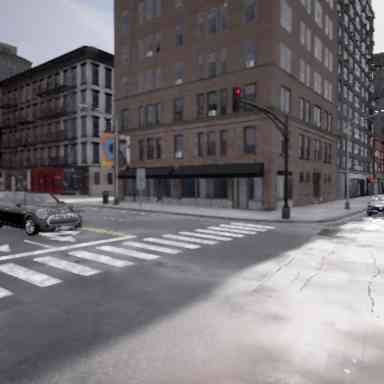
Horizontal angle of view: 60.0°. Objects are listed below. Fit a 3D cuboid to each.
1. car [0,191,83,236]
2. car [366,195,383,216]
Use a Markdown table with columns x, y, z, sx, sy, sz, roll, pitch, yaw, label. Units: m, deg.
| x | y | z | sx | sy | sz | roll | pitch | yaw | label |
| --- | --- | --- | --- | --- | --- | --- | --- | --- | --- |
| -6.855 | 0.779 | 14.669 | 4.553 | 1.767 | 2.097 | 2 | 2 | 37 | car |
| 13.955 | 0.941 | 23.822 | 2.033 | 1.411 | 5.357 | 1 | 2 | 38 | car |
